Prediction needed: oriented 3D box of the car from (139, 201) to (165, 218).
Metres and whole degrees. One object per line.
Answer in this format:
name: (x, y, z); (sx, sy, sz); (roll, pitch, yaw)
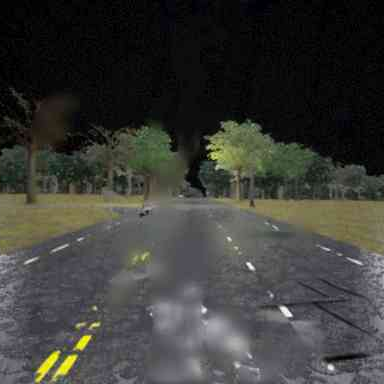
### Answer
car: (-3.482, 1.533, 29.626); (1.994, 1.385, 4.181); (0, 0, 0)
